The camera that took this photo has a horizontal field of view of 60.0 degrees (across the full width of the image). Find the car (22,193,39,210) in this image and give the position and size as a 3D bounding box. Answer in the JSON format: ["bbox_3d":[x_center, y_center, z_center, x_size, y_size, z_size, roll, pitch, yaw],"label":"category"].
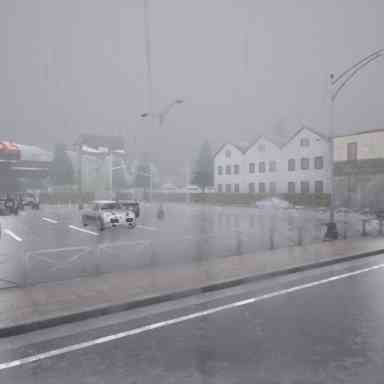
[{"bbox_3d":[-19.101,1.092,38.662,1.905,1.878,3.866,0,0,-36],"label":"car"}]

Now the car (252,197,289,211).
[{"bbox_3d":[8.998,1.349,38.292,1.812,1.442,4.674,0,0,-35],"label":"car"}]

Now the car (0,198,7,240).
[{"bbox_3d":[-9.665,1.169,14.375,2.152,1.636,5.027,0,0,-36],"label":"car"}]

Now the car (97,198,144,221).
[{"bbox_3d":[-5.742,1.313,26.231,2.007,1.523,4.514,0,0,-36],"label":"car"}]

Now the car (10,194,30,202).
[{"bbox_3d":[-38.162,1.328,73.786,3.866,1.878,1.905,0,0,-36],"label":"car"}]

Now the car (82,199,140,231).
[{"bbox_3d":[-4.629,1.248,18.365,1.970,1.475,3.806,0,0,-36],"label":"car"}]

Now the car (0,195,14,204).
[{"bbox_3d":[-38.404,1.495,66.658,4.611,1.667,2.242,0,0,-36],"label":"car"}]

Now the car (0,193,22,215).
[{"bbox_3d":[-17.207,1.113,30.348,1.932,1.855,4.605,0,0,-36],"label":"car"}]
